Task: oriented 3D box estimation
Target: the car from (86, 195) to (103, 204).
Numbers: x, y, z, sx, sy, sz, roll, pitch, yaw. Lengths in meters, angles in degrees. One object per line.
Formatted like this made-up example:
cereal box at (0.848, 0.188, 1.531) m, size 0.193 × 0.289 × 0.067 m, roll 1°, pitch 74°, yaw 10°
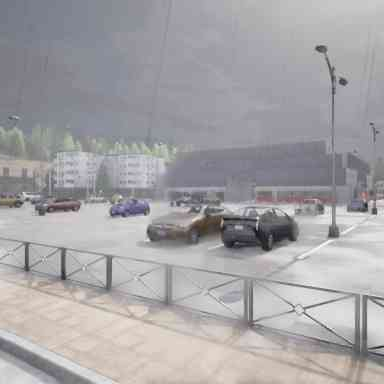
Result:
car at (-16.586, 1.232, 57.341) m, size 1.970 × 1.475 × 3.806 m, roll 0°, pitch 0°, yaw 34°

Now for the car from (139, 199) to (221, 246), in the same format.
car at (0.213, 1.330, 15.160) m, size 2.152 × 1.636 × 5.027 m, roll 0°, pitch 0°, yaw 34°

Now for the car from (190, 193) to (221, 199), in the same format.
car at (2.134, 1.097, 45.539) m, size 1.932 × 1.855 × 4.605 m, roll 0°, pitch 0°, yaw 34°

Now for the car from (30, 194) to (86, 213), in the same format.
car at (-13.534, 1.298, 33.801) m, size 2.007 × 1.523 × 4.514 m, roll 0°, pitch 0°, yaw 34°

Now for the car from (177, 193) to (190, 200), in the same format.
car at (-0.503, 1.077, 46.828) m, size 1.905 × 1.878 × 3.866 m, roll 0°, pitch 0°, yaw 34°

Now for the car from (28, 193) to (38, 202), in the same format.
car at (-23.573, 1.298, 53.561) m, size 2.007 × 1.523 × 4.514 m, roll 0°, pitch 0°, yaw 34°

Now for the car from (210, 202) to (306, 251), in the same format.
car at (2.838, 1.340, 13.443) m, size 2.007 × 1.523 × 4.514 m, roll 0°, pitch 0°, yaw 34°

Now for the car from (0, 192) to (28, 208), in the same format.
car at (-23.445, 1.097, 41.380) m, size 1.932 × 1.855 × 4.605 m, roll 0°, pitch 0°, yaw 34°

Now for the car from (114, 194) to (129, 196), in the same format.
car at (-11.093, 1.153, 54.007) m, size 2.152 × 1.636 × 5.027 m, roll 0°, pitch 0°, yaw 34°

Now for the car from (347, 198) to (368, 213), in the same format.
car at (17.439, 1.374, 34.997) m, size 1.845 × 1.501 × 3.633 m, roll 0°, pitch 0°, yaw 34°

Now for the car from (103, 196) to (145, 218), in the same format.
car at (-5.286, 1.320, 28.159) m, size 1.845 × 1.501 × 3.633 m, roll 0°, pitch 0°, yaw 34°

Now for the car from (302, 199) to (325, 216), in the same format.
car at (10.808, 1.384, 30.527) m, size 1.970 × 1.475 × 3.806 m, roll 0°, pitch 0°, yaw 34°
